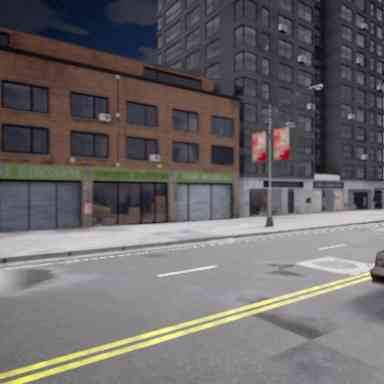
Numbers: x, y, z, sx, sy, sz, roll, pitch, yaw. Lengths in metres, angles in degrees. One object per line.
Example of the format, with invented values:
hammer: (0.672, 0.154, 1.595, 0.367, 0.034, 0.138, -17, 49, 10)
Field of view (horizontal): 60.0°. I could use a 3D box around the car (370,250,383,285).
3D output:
car: (6.392, 1.555, 8.003, 5.357, 1.411, 2.033, 0, 0, -35)
